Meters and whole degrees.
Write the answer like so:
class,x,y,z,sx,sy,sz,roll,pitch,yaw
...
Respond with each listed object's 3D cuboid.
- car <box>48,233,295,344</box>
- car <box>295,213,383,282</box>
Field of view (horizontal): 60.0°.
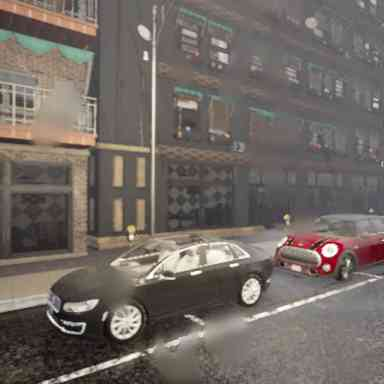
class,x,y,z,sx,sy,sz,roll,pitch,yaw
car,-0.345,1.534,6.298,4.403,1.369,2.008,0,1,-35
car,4.275,1.395,9.588,4.097,1.590,1.967,0,1,-35
